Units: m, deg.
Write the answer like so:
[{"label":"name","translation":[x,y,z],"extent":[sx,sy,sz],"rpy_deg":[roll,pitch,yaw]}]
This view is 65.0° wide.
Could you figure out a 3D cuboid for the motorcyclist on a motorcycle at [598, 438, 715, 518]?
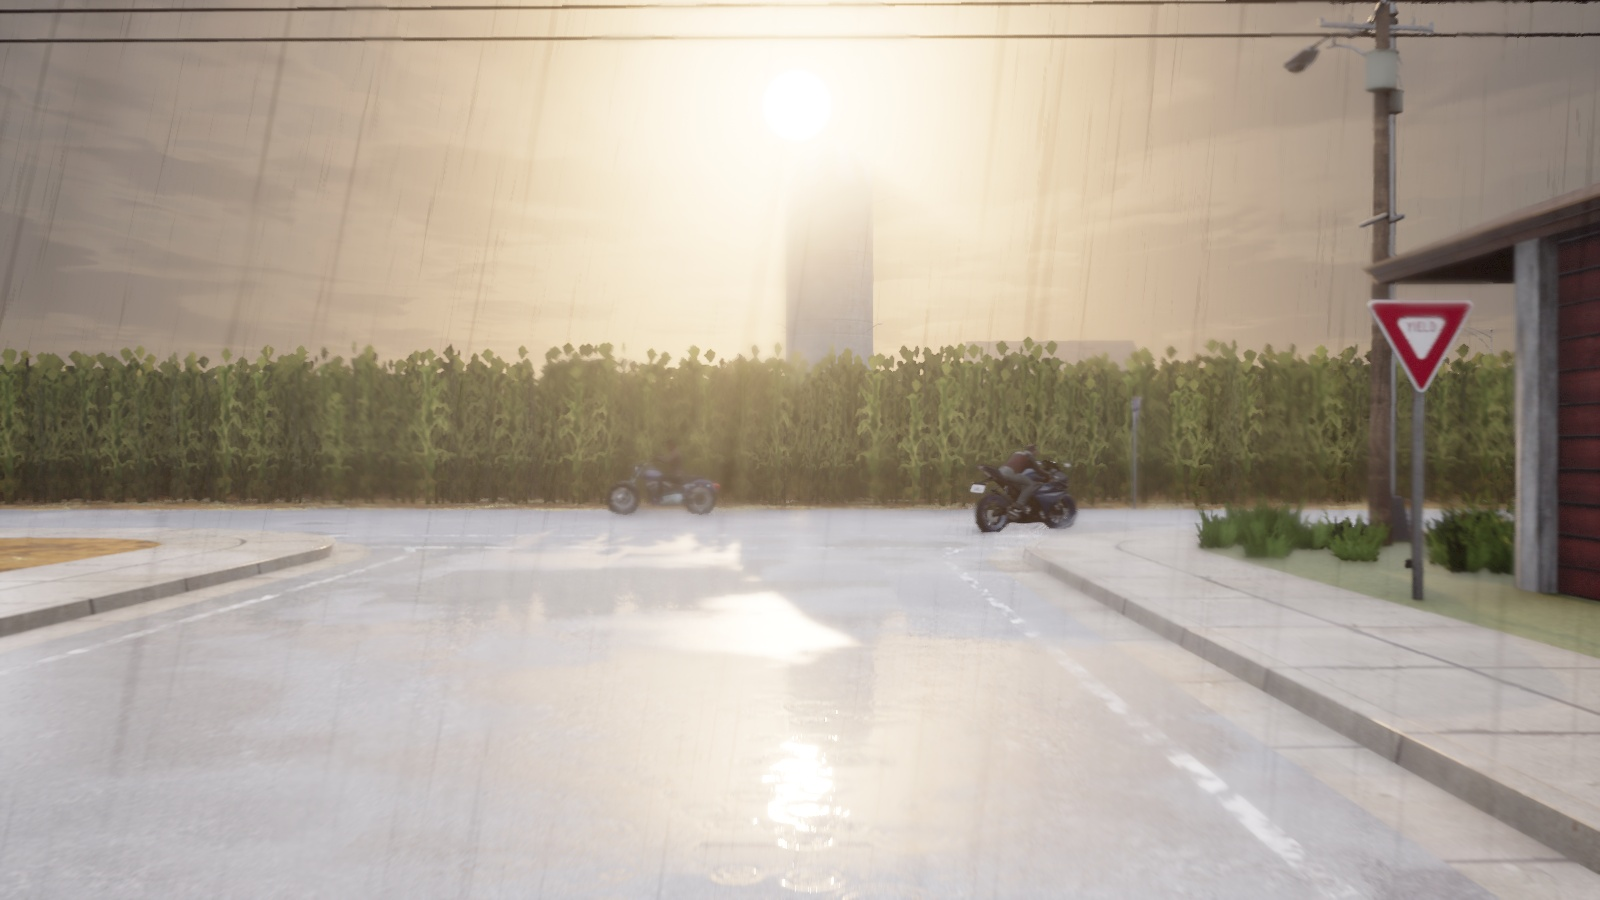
[{"label":"motorcyclist on a motorcycle","translation":[-2.981,0.573,26.320],"extent":[2.350,1.649,0.766],"rpy_deg":[0,0,1]}]

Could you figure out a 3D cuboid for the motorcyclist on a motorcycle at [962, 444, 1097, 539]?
[{"label":"motorcyclist on a motorcycle","translation":[3.927,0.678,21.432],"extent":[2.191,1.530,0.866],"rpy_deg":[0,2,-31]}]
